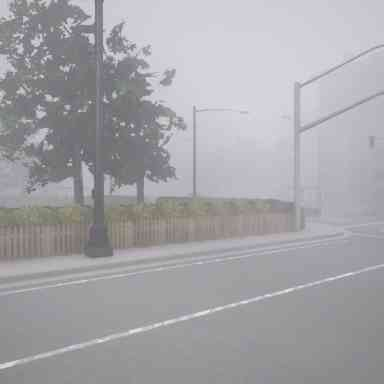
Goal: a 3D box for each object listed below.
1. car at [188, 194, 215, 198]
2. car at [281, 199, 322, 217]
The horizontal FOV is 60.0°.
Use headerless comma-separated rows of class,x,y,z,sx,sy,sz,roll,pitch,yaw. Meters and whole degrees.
car,1.453,1.222,42.801,2.150,2.045,5.566,0,0,-35
car,9.618,1.478,31.006,1.882,1.535,5.008,0,0,-35
